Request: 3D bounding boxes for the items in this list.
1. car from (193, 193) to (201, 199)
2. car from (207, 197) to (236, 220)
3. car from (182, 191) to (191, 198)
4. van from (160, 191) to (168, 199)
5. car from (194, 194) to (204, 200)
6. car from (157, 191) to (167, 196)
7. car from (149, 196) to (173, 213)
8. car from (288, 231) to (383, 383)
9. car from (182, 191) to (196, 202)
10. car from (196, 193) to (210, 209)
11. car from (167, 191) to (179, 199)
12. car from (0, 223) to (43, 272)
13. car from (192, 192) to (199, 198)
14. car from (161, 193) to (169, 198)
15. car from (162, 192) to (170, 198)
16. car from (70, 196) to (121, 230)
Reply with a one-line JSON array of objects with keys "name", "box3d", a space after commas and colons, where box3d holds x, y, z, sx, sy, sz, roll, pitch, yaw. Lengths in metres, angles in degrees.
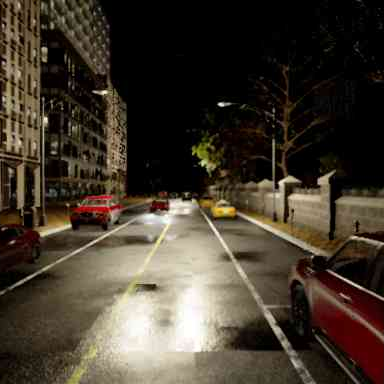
[{"name": "car", "box3d": [1.162, 0.950, 81.045, 1.802, 1.307, 4.206, 0, 0, -1]}, {"name": "car", "box3d": [2.371, 1.333, 25.738, 1.752, 1.417, 4.829, 0, 0, -1]}, {"name": "car", "box3d": [-1.432, 0.559, 82.395, 2.097, 1.767, 4.553, 0, 0, -1]}, {"name": "van", "box3d": [-6.863, 0.712, 80.947, 1.690, 1.788, 3.998, 0, 0, -1]}, {"name": "car", "box3d": [1.421, 1.025, 69.948, 1.947, 1.339, 4.313, 0, 0, -1]}, {"name": "car", "box3d": [-6.734, 0.731, 75.407, 2.192, 1.841, 5.009, 0, 0, -1]}, {"name": "car", "box3d": [-3.168, 1.352, 33.232, 1.895, 1.301, 4.718, 0, 0, -1]}, {"name": "car", "box3d": [2.558, 1.289, 3.377, 2.192, 1.841, 5.009, 0, 0, 0]}, {"name": "car", "box3d": [-0.882, 1.096, 58.864, 2.033, 1.411, 5.357, 0, 0, -1]}, {"name": "car", "box3d": [1.770, 1.153, 40.309, 1.801, 1.575, 5.366, 0, 0, -1]}, {"name": "car", "box3d": [-4.024, 0.650, 75.425, 2.097, 1.767, 4.553, 0, 0, -1]}, {"name": "car", "box3d": [-5.490, 1.517, 8.884, 1.802, 1.307, 4.206, 0, 0, 0]}, {"name": "car", "box3d": [0.902, 0.715, 92.140, 1.967, 1.590, 4.097, 0, 0, -1]}, {"name": "car", "box3d": [-6.993, 0.906, 86.488, 1.802, 1.307, 4.206, 0, 0, -1]}, {"name": "car", "box3d": [-7.118, 0.805, 91.856, 1.752, 1.417, 4.829, 0, 0, -1]}, {"name": "car", "box3d": [-5.581, 1.168, 19.976, 2.192, 1.841, 5.009, 0, 0, -1]}]
